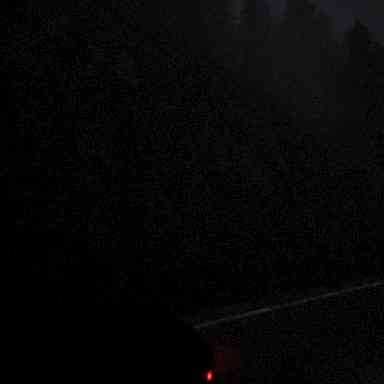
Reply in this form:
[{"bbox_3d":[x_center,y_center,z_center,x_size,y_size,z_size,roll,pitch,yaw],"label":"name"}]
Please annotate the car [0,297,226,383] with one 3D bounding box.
[{"bbox_3d":[-2.257,1.531,1.903,5.357,1.411,2.033,-1,1,-35],"label":"car"}]
